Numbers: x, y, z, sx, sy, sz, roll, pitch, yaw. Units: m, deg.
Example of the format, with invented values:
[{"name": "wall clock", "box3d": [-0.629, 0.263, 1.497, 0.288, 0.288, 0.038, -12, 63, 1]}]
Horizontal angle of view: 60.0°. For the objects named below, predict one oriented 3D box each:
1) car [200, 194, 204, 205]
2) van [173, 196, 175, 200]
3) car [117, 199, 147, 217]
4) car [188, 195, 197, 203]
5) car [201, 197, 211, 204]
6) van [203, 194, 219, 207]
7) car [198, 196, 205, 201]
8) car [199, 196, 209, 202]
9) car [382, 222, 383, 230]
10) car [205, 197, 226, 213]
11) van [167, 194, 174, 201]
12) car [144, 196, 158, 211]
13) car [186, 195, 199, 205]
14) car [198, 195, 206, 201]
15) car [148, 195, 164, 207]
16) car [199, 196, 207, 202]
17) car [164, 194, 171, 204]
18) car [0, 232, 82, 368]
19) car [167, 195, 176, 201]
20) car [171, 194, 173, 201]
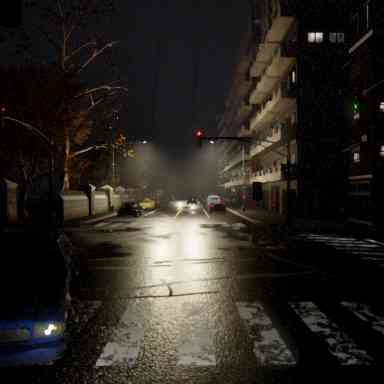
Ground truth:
[{"name": "car", "box3d": [2.697, 1.480, 53.405, 1.967, 1.590, 4.097, 0, 0, 0]}, {"name": "van", "box3d": [-5.682, 1.432, 81.556, 1.690, 1.788, 3.998, 0, 0, 0]}, {"name": "car", "box3d": [-5.685, 1.580, 30.884, 1.947, 1.339, 4.313, 0, 0, 0]}, {"name": "car", "box3d": [0.006, 1.444, 70.019, 1.837, 1.490, 4.892, 0, 0, 0]}, {"name": "car", "box3d": [2.697, 1.602, 64.665, 1.887, 1.381, 4.507, 0, 0, 0]}, {"name": "van", "box3d": [2.697, 1.366, 42.145, 1.690, 1.788, 3.998, 0, 0, 0]}, {"name": "car", "box3d": [2.698, 1.700, 92.816, 1.802, 1.307, 4.206, 0, 0, 0]}, {"name": "car", "box3d": [2.697, 1.629, 75.925, 2.008, 1.369, 4.403, 0, 0, 0]}, {"name": "car", "box3d": [13.468, 1.604, 18.561, 5.009, 1.841, 2.192, 1, -1, -1]}, {"name": "car", "box3d": [2.696, 1.564, 36.514, 1.887, 1.381, 4.507, 0, 0, 0]}, {"name": "van", "box3d": [-5.682, 1.445, 87.185, 1.690, 1.788, 3.998, 0, 0, 0]}, {"name": "car", "box3d": [-5.684, 1.550, 41.975, 1.752, 1.417, 4.829, 0, 0, 0]}, {"name": "car", "box3d": [0.004, 1.597, 59.600, 2.033, 1.411, 5.357, 0, 0, 0]}, {"name": "car", "box3d": [2.698, 1.544, 87.185, 1.967, 1.590, 4.097, 0, 0, 0]}, {"name": "car", "box3d": [-5.684, 1.347, 47.775, 2.192, 1.841, 5.009, 0, 0, 0]}, {"name": "car", "box3d": [2.697, 1.635, 81.555, 1.887, 1.381, 4.507, 0, 0, 0]}, {"name": "car", "box3d": [-5.683, 1.498, 64.666, 1.967, 1.590, 4.097, 0, 0, 0]}, {"name": "car", "box3d": [-3.105, 1.517, 6.205, 2.033, 1.411, 5.357, 1, 0, -17]}, {"name": "car", "box3d": [-5.682, 1.669, 92.815, 2.008, 1.369, 4.403, 0, 0, 0]}, {"name": "car", "box3d": [-5.682, 1.508, 70.295, 1.967, 1.590, 4.097, 0, 0, 0]}]
